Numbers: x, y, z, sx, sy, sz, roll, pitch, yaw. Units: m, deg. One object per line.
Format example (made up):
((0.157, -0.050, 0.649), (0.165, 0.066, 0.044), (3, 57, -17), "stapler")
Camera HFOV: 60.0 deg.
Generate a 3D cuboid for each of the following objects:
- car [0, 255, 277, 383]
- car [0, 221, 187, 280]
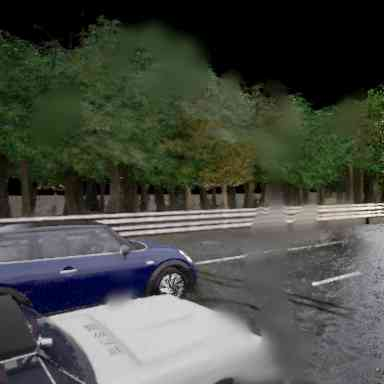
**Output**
((-1.512, 1.597, 2.636), (4.718, 1.301, 1.895), (0, 0, -35), "car")
((-2.116, 1.341, 6.478), (4.553, 1.767, 2.097), (0, 0, -35), "car")
